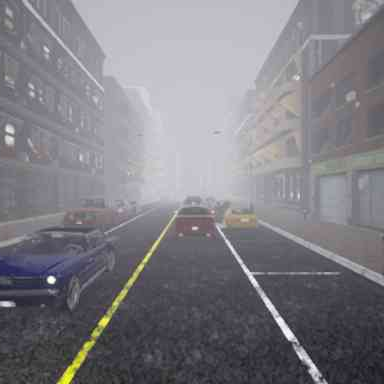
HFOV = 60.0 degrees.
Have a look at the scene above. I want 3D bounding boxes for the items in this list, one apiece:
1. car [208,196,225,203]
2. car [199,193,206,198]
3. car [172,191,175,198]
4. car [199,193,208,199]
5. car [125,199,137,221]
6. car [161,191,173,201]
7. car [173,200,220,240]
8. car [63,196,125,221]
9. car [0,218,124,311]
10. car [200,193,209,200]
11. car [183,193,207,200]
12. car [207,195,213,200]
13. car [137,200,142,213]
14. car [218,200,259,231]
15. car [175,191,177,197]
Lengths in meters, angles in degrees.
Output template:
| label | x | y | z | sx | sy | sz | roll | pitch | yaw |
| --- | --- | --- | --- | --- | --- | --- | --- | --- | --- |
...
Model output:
| label | x | y | z | sx | sy | sz | roll | pitch | yaw |
| --- | --- | --- | --- | --- | --- | --- | --- | --- | --- |
| car | 2.738 | 1.337 | 30.476 | 1.887 | 1.381 | 4.507 | 0 | 0 | 0 |
| car | 2.835 | 0.942 | 92.473 | 1.802 | 1.307 | 4.206 | 0 | 0 | 0 |
| car | -5.572 | 1.027 | 75.582 | 2.008 | 1.369 | 4.403 | 0 | 0 | 0 |
| car | 2.818 | 1.005 | 81.201 | 1.947 | 1.339 | 4.313 | 0 | 0 | 0 |
| car | -5.651 | 1.268 | 24.856 | 1.967 | 1.590 | 4.097 | 0 | 0 | 0 |
| car | -5.581 | 1.066 | 69.945 | 2.008 | 1.369 | 4.403 | 0 | 0 | 0 |
| car | 0.124 | 1.365 | 16.471 | 1.882 | 1.535 | 5.008 | 0 | 0 | 0 |
| car | -5.659 | 1.182 | 19.220 | 2.192 | 1.841 | 5.009 | 0 | 0 | 0 |
| car | -3.089 | 1.547 | 7.743 | 1.895 | 1.301 | 4.718 | 0 | 0 | 0 |
| car | 2.810 | 1.003 | 75.734 | 1.752 | 1.417 | 4.829 | 0 | 0 | 0 |
| car | 0.151 | 1.121 | 33.697 | 2.097 | 1.767 | 4.553 | 0 | 0 | 0 |
| car | 2.774 | 1.187 | 53.020 | 2.008 | 1.369 | 4.403 | 0 | 0 | 0 |
| car | -5.642 | 1.334 | 30.494 | 1.887 | 1.381 | 4.507 | 0 | 0 | 0 |
| car | 2.720 | 1.394 | 19.374 | 1.752 | 1.417 | 4.829 | 0 | 0 | 0 |
| car | -5.554 | 0.942 | 86.854 | 1.887 | 1.381 | 4.507 | 0 | 0 | 0 |
